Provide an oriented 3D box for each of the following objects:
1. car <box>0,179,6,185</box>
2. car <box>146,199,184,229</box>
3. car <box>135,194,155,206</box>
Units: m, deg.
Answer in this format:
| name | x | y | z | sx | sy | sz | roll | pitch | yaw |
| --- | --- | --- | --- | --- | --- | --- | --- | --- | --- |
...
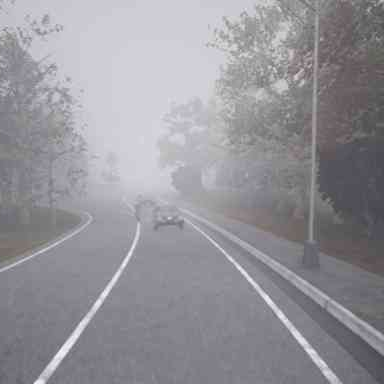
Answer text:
| name | x | y | z | sx | sy | sz | roll | pitch | yaw |
| --- | --- | --- | --- | --- | --- | --- | --- | --- | --- |
| car | -44.136 | -2.453 | 74.513 | 2.150 | 2.045 | 5.566 | 2 | 4 | 24 |
| car | -1.663 | 1.489 | 21.474 | 2.033 | 1.411 | 5.357 | -1 | 1 | -9 |
| car | -5.363 | 0.842 | 37.591 | 1.895 | 1.301 | 4.718 | -1 | 4 | -16 |
